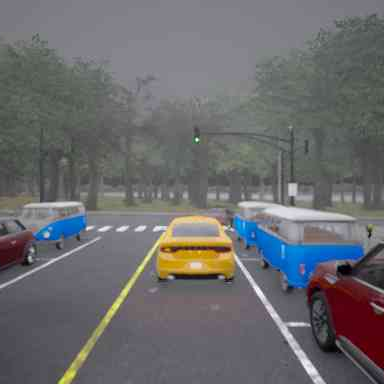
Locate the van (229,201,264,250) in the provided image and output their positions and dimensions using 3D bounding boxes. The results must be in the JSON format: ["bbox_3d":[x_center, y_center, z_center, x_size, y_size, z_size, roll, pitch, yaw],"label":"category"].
[{"bbox_3d":[2.759,1.329,14.016,1.690,1.788,3.998,0,0,0],"label":"van"}]

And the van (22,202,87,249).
[{"bbox_3d":[-5.766,1.329,14.015,1.690,1.788,3.998,0,0,0],"label":"van"}]

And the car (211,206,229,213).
[{"bbox_3d":[1.975,1.564,20.992,1.994,1.385,4.181,0,0,29],"label":"car"}]

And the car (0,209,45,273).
[{"bbox_3d":[-5.765,1.433,8.577,1.967,1.590,4.097,0,0,0],"label":"car"}]

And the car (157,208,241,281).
[{"bbox_3d":[0.094,1.469,9.846,1.882,1.535,5.008,0,0,0],"label":"car"}]

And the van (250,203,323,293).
[{"bbox_3d":[2.760,1.333,8.579,1.690,1.788,3.998,0,0,0],"label":"van"}]

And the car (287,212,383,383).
[{"bbox_3d":[2.761,1.312,3.141,2.192,1.841,5.009,0,0,0],"label":"car"}]
